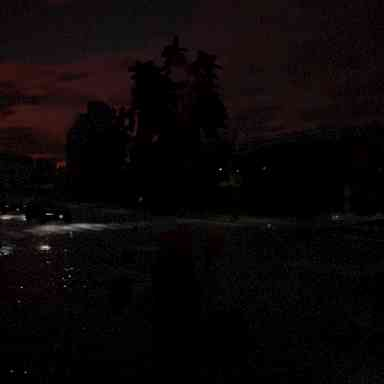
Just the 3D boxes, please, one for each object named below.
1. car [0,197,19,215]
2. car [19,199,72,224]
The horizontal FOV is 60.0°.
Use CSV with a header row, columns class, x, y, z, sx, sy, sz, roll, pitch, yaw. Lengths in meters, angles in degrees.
class,x,y,z,sx,sy,sz,roll,pitch,yaw
car,-15.993,1.149,29.278,1.812,1.442,4.674,0,1,-42
car,-9.786,1.258,22.484,1.837,1.490,4.892,0,1,-42
